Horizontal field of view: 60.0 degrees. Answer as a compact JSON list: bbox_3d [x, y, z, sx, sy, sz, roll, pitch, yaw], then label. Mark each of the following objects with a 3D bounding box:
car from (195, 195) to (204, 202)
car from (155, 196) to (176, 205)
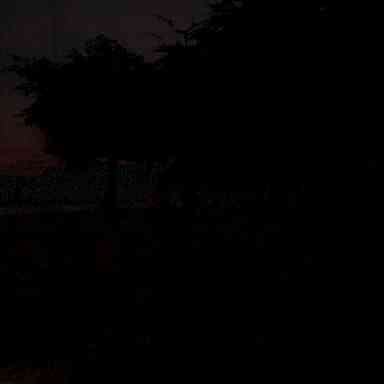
[{"bbox_3d":[0.596,1.418,70.433,2.033,1.411,5.357,3,1,29],"label":"car"},{"bbox_3d":[-4.884,1.553,61.066,1.812,1.442,4.674,3,1,32],"label":"car"}]
